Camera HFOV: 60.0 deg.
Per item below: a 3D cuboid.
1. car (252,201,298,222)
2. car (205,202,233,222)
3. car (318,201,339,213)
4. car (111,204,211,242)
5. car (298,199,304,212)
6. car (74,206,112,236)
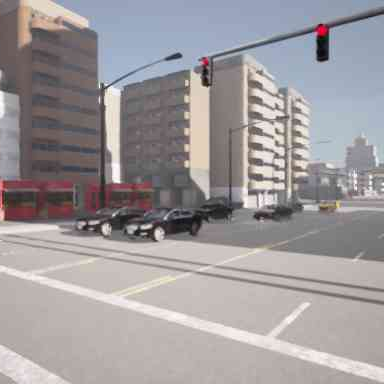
[{"bbox_3d":[7.131,1.746,28.940,2.033,1.411,5.357,0,-1,35],"label":"car"},{"bbox_3d":[1.582,1.621,27.131,1.882,1.535,5.008,0,-1,35],"label":"car"},{"bbox_3d":[18.437,1.927,44.838,1.882,1.535,5.008,0,-1,35],"label":"car"},{"bbox_3d":[-1.363,1.542,16.862,2.128,1.511,4.902,0,0,35],"label":"car"},{"bbox_3d":[12.868,1.926,43.080,2.033,1.411,5.357,0,-1,36],"label":"car"},{"bbox_3d":[-4.270,1.538,18.814,2.128,1.511,4.902,0,0,35],"label":"car"}]
